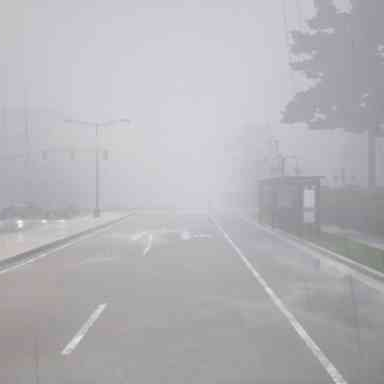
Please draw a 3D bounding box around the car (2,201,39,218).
[{"bbox_3d":[-15.000,1.559,29.750,1.812,1.442,4.674,0,0,0],"label":"car"}]

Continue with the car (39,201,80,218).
[{"bbox_3d":[-11.500,1.559,29.750,1.812,1.442,4.674,0,0,0],"label":"car"}]
